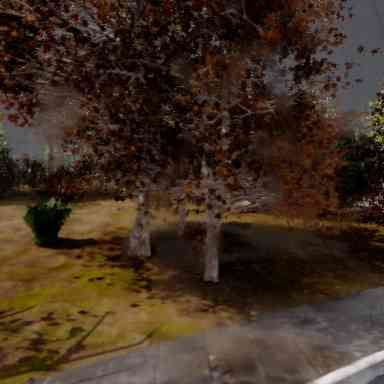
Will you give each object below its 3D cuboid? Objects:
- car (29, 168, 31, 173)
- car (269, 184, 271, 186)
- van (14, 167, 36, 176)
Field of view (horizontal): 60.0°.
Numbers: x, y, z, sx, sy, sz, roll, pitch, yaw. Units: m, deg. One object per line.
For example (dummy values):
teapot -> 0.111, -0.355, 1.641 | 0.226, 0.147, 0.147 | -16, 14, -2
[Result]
car -> -37.090, -4.527, 79.283 | 2.097, 1.535, 5.008 | 5, 3, 38
car -> 10.831, -0.396, 41.661 | 2.163, 1.488, 4.792 | 5, 4, 38
van -> -41.509, -5.105, 82.605 | 1.878, 1.987, 4.442 | 5, 3, 38
